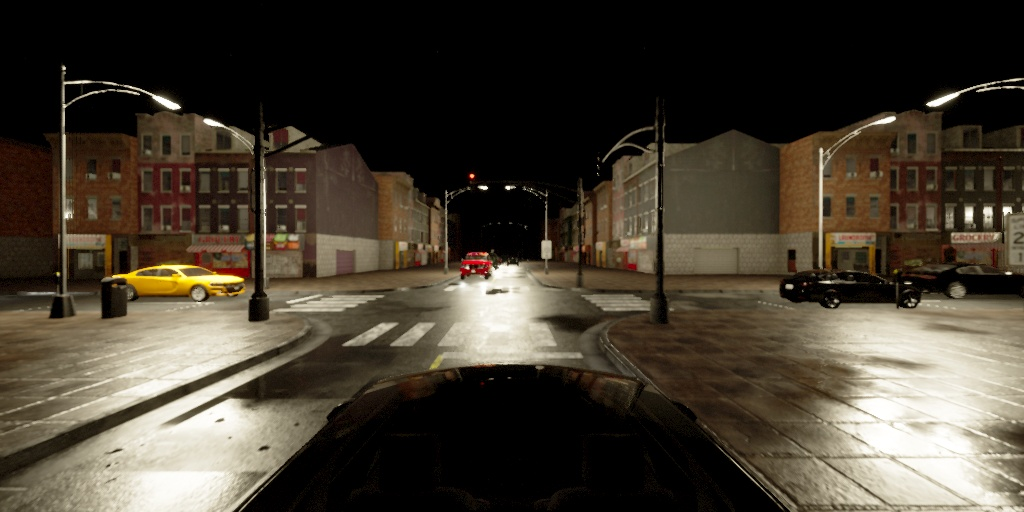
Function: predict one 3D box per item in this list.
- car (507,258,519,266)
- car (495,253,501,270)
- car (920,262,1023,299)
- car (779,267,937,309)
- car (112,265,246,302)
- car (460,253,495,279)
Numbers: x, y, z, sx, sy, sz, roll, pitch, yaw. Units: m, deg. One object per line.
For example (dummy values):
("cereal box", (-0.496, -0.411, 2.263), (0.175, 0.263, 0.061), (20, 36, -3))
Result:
("car", (0.129, 0.904, 58.456), (1.895, 1.301, 4.718), (0, 0, 0))
("car", (-2.794, 0.638, 43.532), (2.150, 2.045, 5.566), (0, 0, 1))
("car", (20.045, 1.044, 15.876), (5.008, 1.535, 1.882), (0, 0, 1))
("car", (12.359, 1.168, 13.292), (4.313, 1.339, 1.948), (0, 0, 0))
("car", (-14.586, 1.149, 15.841), (5.008, 1.535, 1.882), (0, 0, 2))
("car", (-2.819, 0.749, 29.085), (2.150, 2.045, 5.566), (0, 0, 1))
